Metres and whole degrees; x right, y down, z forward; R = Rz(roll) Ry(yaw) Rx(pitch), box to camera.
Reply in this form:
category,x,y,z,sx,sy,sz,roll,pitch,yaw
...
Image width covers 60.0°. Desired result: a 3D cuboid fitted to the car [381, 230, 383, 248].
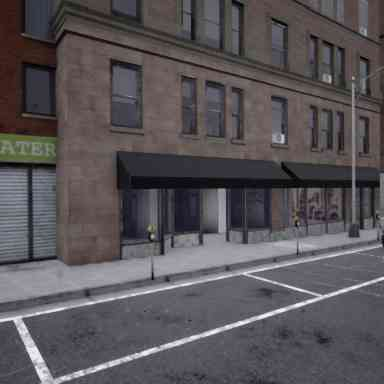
category,x,y,z,sx,sy,sz,roll,pitch,yaw
car,9.185,1.539,13.088,4.507,1.381,1.887,0,-1,-35
